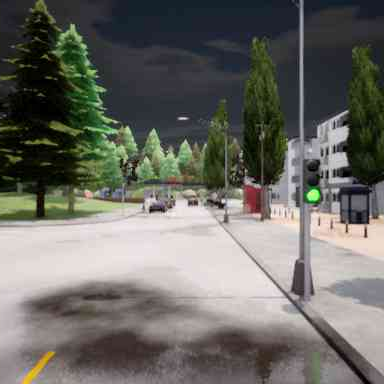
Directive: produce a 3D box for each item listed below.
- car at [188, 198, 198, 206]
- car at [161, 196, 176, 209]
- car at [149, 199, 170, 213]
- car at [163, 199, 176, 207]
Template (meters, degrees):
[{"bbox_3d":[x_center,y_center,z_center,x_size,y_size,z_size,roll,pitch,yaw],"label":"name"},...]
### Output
[{"bbox_3d":[0.186,1.825,61.426,1.882,1.535,5.008,0,0,0],"label":"car"},{"bbox_3d":[-4.033,1.635,50.083,2.097,1.767,4.553,0,0,0],"label":"car"},{"bbox_3d":[-4.057,1.828,40.189,1.895,1.301,4.718,0,0,0],"label":"car"},{"bbox_3d":[-3.978,1.903,60.038,1.994,1.385,4.181,0,0,1],"label":"car"}]
